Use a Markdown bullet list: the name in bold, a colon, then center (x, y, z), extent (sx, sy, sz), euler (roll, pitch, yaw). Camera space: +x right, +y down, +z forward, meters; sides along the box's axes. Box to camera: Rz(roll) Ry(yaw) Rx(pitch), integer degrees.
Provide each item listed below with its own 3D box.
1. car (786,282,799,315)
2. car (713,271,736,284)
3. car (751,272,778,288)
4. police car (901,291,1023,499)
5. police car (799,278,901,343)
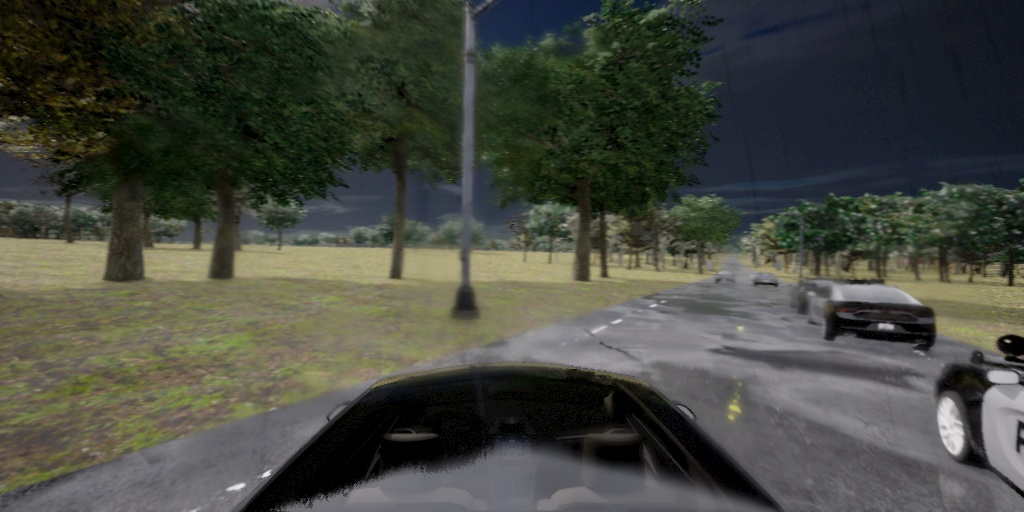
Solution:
- **car**: center (13.118, 1.680, 15.253), extent (1.837, 1.490, 4.892), euler (0, -1, 33)
- **car**: center (24.161, 2.379, 40.637), extent (1.812, 1.442, 4.674), euler (0, -1, 33)
- **car**: center (25.134, 2.338, 35.604), extent (1.994, 1.385, 4.181), euler (0, -1, 33)
- **police car**: center (4.457, 1.246, 1.931), extent (1.930, 1.638, 5.238), euler (0, -1, 33)
- **police car**: center (9.909, 1.460, 10.317), extent (1.930, 1.638, 5.238), euler (0, -1, 33)
